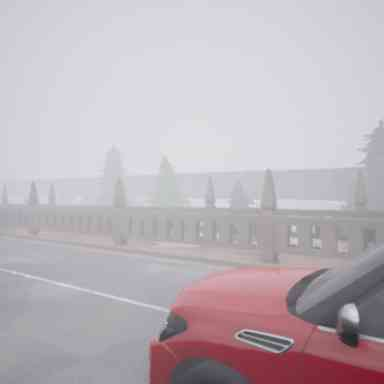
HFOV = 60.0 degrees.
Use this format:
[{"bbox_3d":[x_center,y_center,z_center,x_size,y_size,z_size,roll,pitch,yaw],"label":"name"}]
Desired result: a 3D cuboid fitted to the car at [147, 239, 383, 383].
[{"bbox_3d":[2.216,1.200,2.311,5.566,2.045,2.150,-1,0,36],"label":"car"}]
